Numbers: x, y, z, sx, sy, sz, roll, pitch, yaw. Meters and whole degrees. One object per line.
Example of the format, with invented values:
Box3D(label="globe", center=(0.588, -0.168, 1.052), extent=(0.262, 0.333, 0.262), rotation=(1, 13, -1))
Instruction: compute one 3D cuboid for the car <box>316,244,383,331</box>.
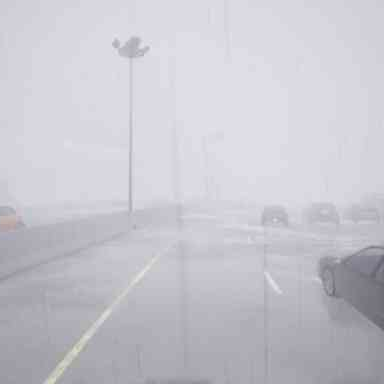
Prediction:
Box3D(label="car", center=(3.781, 1.592, 5.559), extent=(2.033, 1.411, 5.357), rotation=(0, 0, 3))

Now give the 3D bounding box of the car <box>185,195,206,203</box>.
Box3D(label="car", center=(0.715, 1.527, 56.502), extent=(2.150, 2.045, 5.566), rotation=(0, 0, 22))

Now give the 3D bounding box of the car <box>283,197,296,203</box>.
Box3D(label="car", center=(22.147, 1.908, 75.502), extent=(1.994, 1.385, 4.181), rotation=(0, 0, 33))

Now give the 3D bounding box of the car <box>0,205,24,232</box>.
Box3D(label="car", center=(-9.670, 1.397, 14.900), extent=(2.097, 1.767, 4.553), rotation=(0, 0, 6))

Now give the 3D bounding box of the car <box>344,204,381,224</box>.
Box3D(label="car", center=(13.668, 1.688, 26.985), extent=(2.128, 1.511, 4.902), rotation=(0, 0, 12))

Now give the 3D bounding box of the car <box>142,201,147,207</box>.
Box3D(label="car", center=(-6.550, 1.832, 57.278), extent=(2.033, 1.411, 5.357), rotation=(0, 0, 21))

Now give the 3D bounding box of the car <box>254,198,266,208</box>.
Box3D(label="car", center=(10.466, 1.863, 55.399), extent=(1.812, 1.442, 4.674), rotation=(0, 0, 23))

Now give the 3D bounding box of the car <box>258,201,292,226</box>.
Box3D(label="car", center=(6.122, 1.663, 24.978), extent=(1.837, 1.490, 4.892), rotation=(0, 0, 11))

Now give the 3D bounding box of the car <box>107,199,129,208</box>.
Box3D(label="car", center=(-11.722, 1.808, 53.279), extent=(1.994, 1.385, 4.181), rotation=(0, 0, 20))

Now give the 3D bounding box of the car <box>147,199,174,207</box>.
Box3D(label="car", center=(-4.542, 1.815, 52.740), extent=(2.033, 1.411, 5.357), rotation=(0, 0, 20))

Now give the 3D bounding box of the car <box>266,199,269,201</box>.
Box3D(label="car", center=(12.950, 1.832, 60.881), extent=(1.801, 1.575, 5.366), rotation=(0, 0, 26))

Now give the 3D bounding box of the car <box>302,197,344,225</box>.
Box3D(label="car", center=(9.834, 1.527, 25.708), extent=(2.097, 1.767, 4.553), rotation=(0, 0, 11))

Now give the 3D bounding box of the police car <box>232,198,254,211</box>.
Box3D(label="police car", center=(6.985, 1.702, 46.450), extent=(1.930, 1.638, 5.238), rotation=(0, 0, 19))
